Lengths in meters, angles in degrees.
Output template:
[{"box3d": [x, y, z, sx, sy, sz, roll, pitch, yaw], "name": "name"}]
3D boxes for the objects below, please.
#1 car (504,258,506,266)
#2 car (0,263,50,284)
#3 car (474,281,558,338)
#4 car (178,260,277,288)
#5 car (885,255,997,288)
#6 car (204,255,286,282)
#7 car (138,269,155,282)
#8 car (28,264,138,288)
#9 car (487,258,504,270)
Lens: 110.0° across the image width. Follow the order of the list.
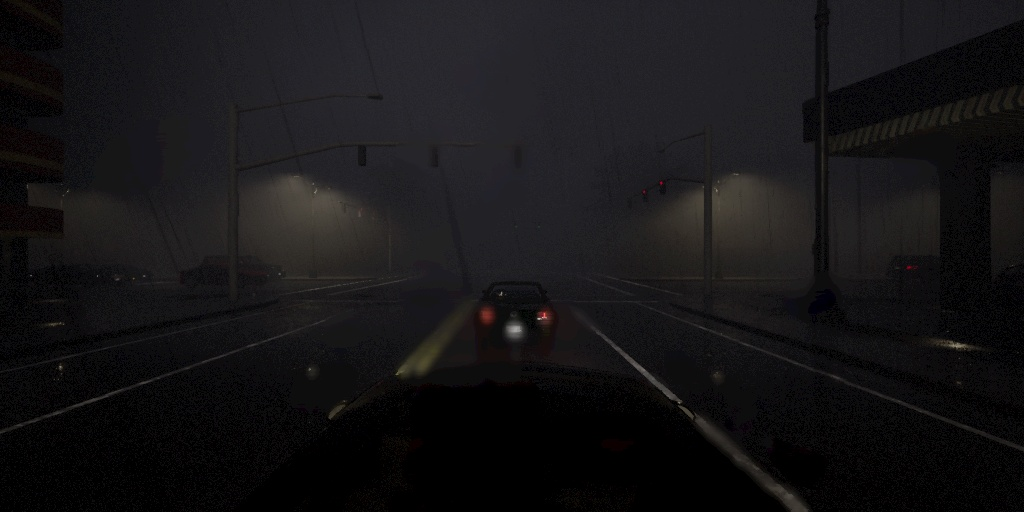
[{"box3d": [-2.579, 1.227, 63.684, 1.882, 1.535, 5.008, 0, 0, 1], "name": "car"}, {"box3d": [-37.982, 1.276, 26.798, 4.674, 1.442, 1.812, 0, 0, 1], "name": "car"}, {"box3d": [0.100, 1.351, 10.153, 1.895, 1.301, 4.718, 0, 0, 0], "name": "car"}, {"box3d": [-18.322, 1.228, 22.927, 5.008, 1.535, 1.882, 0, 0, 1], "name": "car"}, {"box3d": [30.154, 0.971, 25.559, 5.566, 2.045, 2.150, 0, 0, 1], "name": "car"}, {"box3d": [-19.882, 0.971, 26.475, 5.566, 2.045, 2.150, 0, 0, 1], "name": "car"}, {"box3d": [-29.300, 1.314, 26.629, 4.181, 1.385, 1.994, 0, 0, 0], "name": "car"}, {"box3d": [-27.825, 1.241, 23.104, 4.902, 1.511, 2.128, 0, 0, 1], "name": "car"}, {"box3d": [-2.707, 1.297, 53.871, 2.033, 1.411, 5.357, 0, 0, 1], "name": "car"}]
